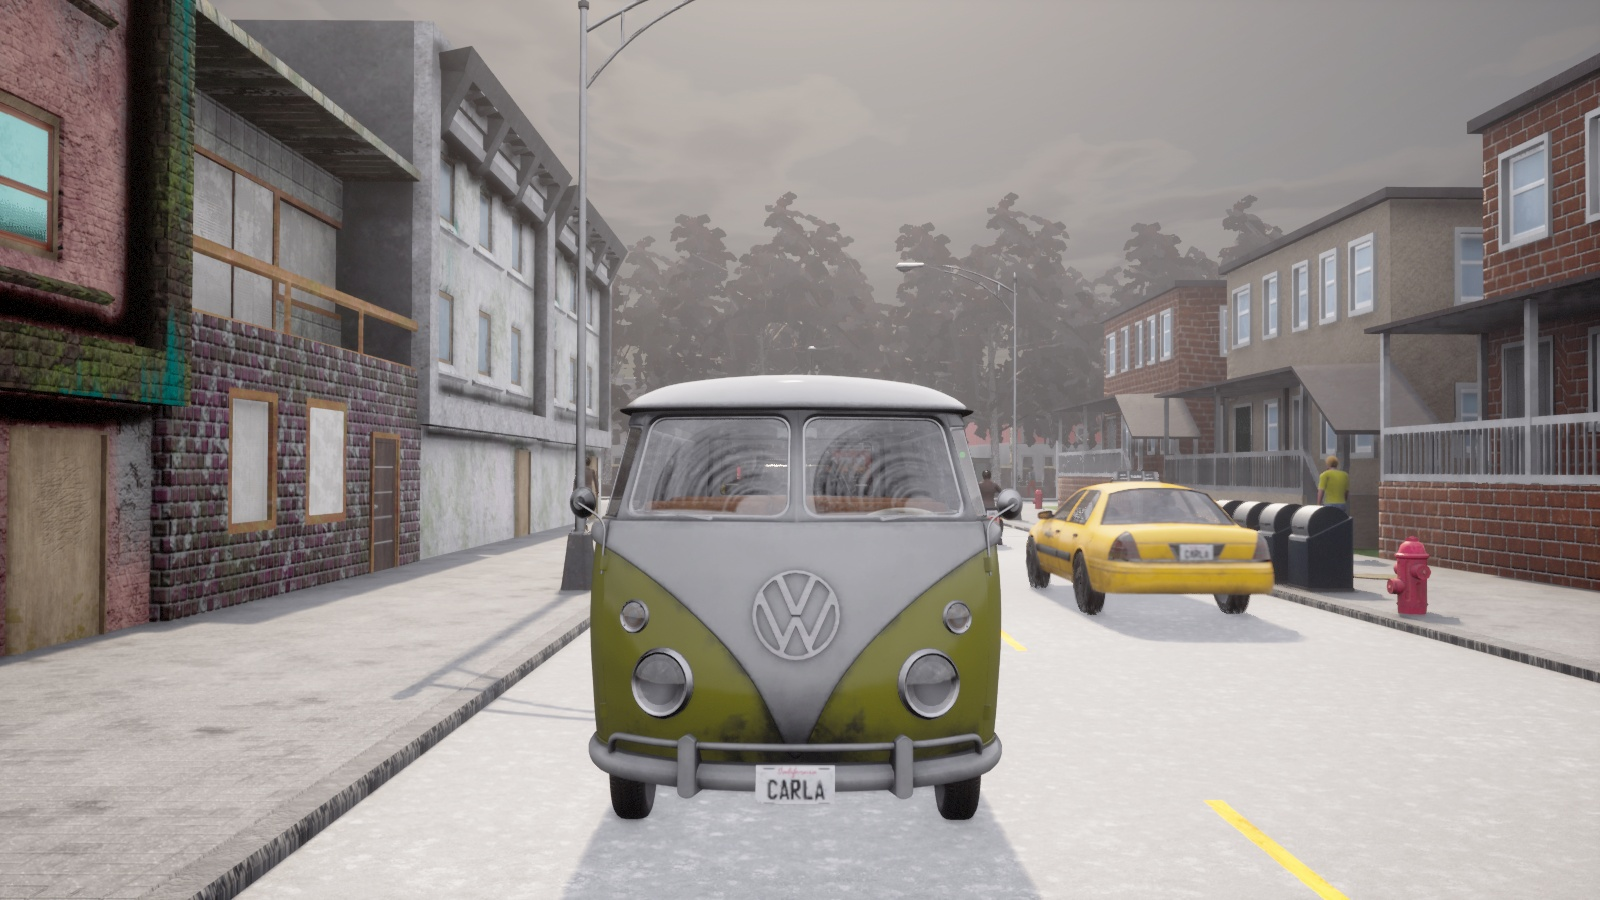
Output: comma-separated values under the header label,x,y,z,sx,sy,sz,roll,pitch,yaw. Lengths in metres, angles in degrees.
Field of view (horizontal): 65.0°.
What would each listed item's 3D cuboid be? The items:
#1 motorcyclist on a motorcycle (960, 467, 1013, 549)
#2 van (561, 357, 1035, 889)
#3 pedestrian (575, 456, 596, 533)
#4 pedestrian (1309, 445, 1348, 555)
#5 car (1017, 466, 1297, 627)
label,x,y,z,sx,sy,sz,roll,pitch,yaw
motorcyclist on a motorcycle,3.942,1.196,26.663,0.766,1.649,2.350,0,-1,0
van,-0.016,0.684,6.936,1.775,1.987,4.442,0,-1,0
pedestrian,-5.128,1.048,30.028,0.328,1.805,0.869,0,-1,1
pedestrian,9.054,0.848,21.515,0.354,1.836,0.706,0,-1,0
car,3.967,0.989,15.015,1.801,1.575,5.366,0,-1,0
